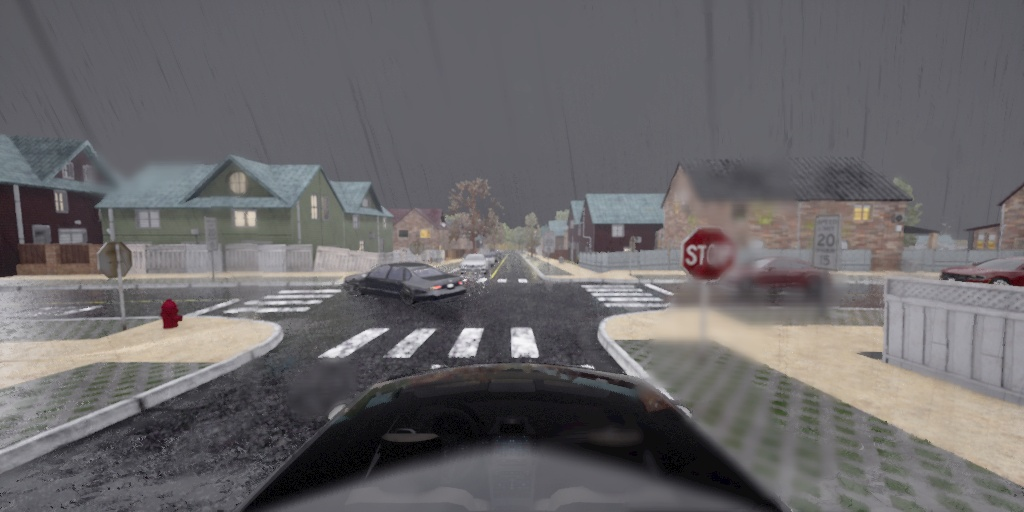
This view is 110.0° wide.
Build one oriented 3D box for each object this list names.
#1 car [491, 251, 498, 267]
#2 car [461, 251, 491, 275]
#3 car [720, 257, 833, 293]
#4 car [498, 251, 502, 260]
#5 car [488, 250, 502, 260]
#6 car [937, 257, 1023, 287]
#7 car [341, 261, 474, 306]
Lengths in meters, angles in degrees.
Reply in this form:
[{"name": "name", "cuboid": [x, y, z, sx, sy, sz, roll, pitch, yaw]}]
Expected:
[{"name": "car", "cuboid": [-2.741, 0.401, 36.057, 1.895, 1.301, 4.718, 0, 1, 0]}, {"name": "car", "cuboid": [-2.733, 0.570, 26.847, 1.812, 1.442, 4.674, 0, 2, -1]}, {"name": "car", "cuboid": [11.719, 0.788, 16.220, 4.674, 1.442, 1.812, 0, 4, 2]}, {"name": "car", "cuboid": [-2.708, 0.095, 45.842, 2.033, 1.411, 5.357, 0, 1, 0]}, {"name": "car", "cuboid": [-2.635, -0.142, 55.833, 1.994, 1.385, 4.181, 0, 1, 1]}, {"name": "car", "cuboid": [21.828, 0.794, 15.518, 5.008, 1.535, 1.882, 1, 5, 6]}, {"name": "car", "cuboid": [-4.314, 0.961, 13.973, 5.357, 1.411, 2.033, 3, 5, 32]}]
